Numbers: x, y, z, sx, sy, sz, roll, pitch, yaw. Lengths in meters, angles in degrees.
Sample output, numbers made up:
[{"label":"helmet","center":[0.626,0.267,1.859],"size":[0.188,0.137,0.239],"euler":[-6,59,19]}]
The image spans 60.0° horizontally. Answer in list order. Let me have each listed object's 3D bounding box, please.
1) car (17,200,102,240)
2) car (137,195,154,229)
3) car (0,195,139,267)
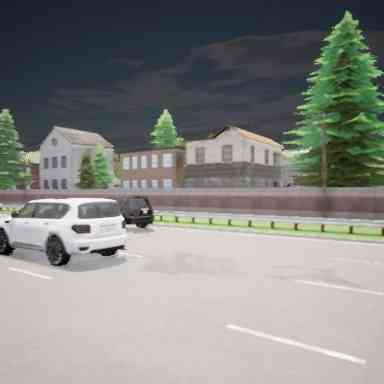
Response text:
[{"label":"car","center":[-7.100,1.354,17.656],"size":[4.553,1.767,2.097],"euler":[0,0,36]},{"label":"car","center":[-4.826,1.223,20.332],"size":[5.566,2.045,2.150],"euler":[0,0,36]},{"label":"car","center":[-4.724,1.223,11.660],"size":[5.566,2.045,2.150],"euler":[0,0,36]}]
